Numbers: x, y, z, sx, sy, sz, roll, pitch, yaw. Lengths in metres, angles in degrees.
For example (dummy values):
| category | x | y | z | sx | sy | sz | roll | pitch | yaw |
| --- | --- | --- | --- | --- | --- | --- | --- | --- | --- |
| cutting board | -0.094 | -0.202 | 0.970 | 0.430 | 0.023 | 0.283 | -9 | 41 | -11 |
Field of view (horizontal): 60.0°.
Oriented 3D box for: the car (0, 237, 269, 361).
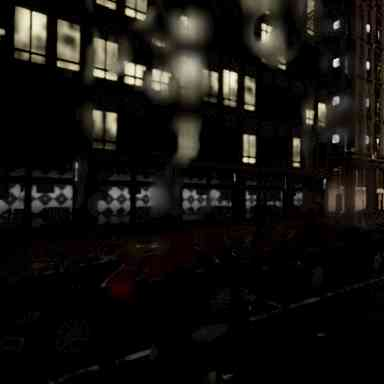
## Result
| category | x | y | z | sx | sy | sz | roll | pitch | yaw |
| --- | --- | --- | --- | --- | --- | --- | --- | --- | --- |
| car | -0.965 | 1.545 | 5.854 | 4.403 | 1.369 | 2.008 | 0 | 1 | -35 |

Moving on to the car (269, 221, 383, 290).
| category | x | y | z | sx | sy | sz | roll | pitch | yaw |
| --- | --- | --- | --- | --- | --- | --- | --- | --- | --- |
| car | 3.574 | 1.526 | 9.091 | 4.507 | 1.381 | 1.887 | 0 | 1 | -35 |
